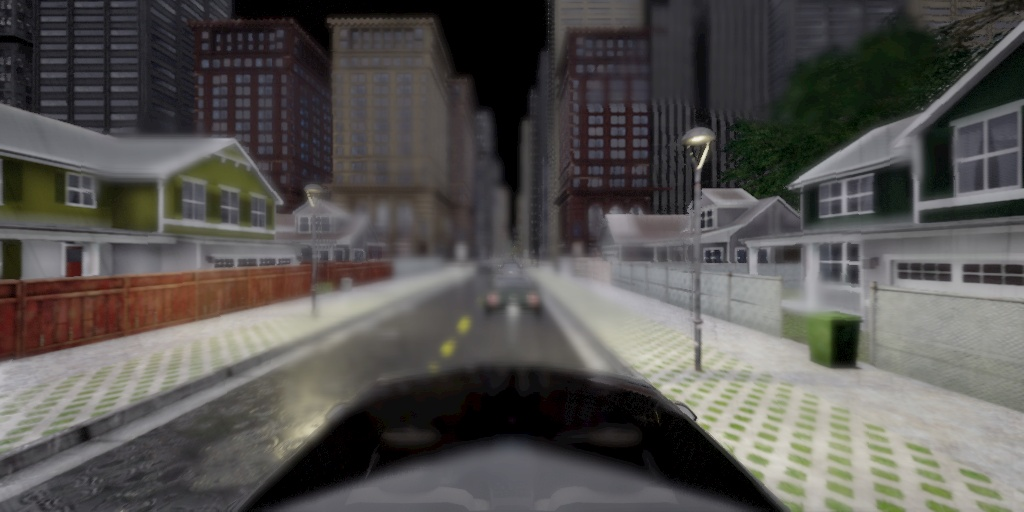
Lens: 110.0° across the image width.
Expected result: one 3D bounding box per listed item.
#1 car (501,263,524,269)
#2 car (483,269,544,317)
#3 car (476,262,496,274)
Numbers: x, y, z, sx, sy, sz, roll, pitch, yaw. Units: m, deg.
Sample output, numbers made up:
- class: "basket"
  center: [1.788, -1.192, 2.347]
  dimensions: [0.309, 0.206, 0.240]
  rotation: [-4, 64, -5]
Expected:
- class: "car"
  center: [0.075, 1.281, 29.732]
  dimensions: [1.994, 1.385, 4.181]
  rotation: [0, 0, 0]
- class: "car"
  center: [0.065, 1.330, 13.080]
  dimensions: [1.895, 1.301, 4.718]
  rotation: [0, 0, 0]
- class: "car"
  center: [-2.812, 1.317, 39.327]
  dimensions: [1.895, 1.301, 4.718]
  rotation: [0, 0, 0]
